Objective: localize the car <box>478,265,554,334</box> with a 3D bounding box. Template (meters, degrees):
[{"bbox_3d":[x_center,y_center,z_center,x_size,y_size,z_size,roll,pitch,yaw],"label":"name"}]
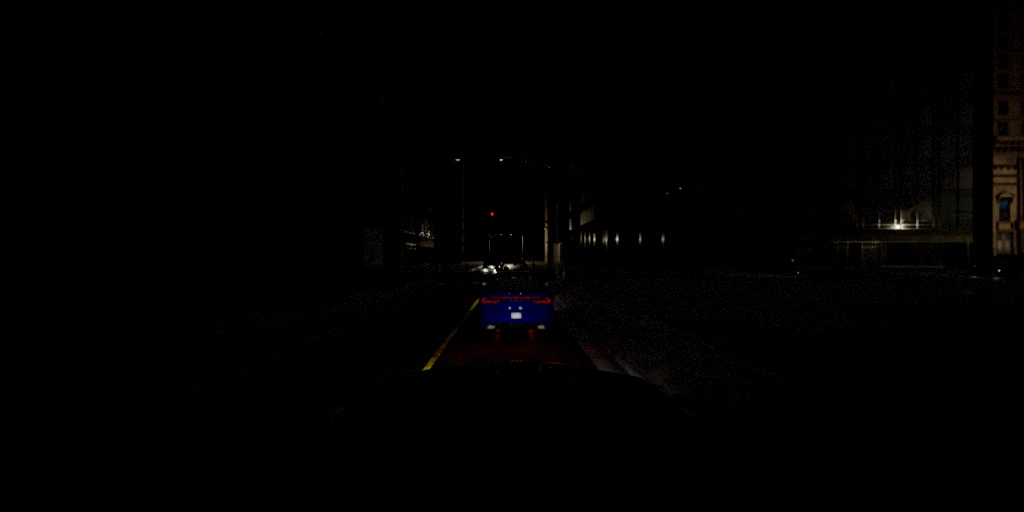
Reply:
[{"bbox_3d":[0.098,1.197,10.580,1.882,1.535,5.008,0,0,0],"label":"car"}]

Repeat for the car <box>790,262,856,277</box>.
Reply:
[{"bbox_3d":[28.928,1.240,33.481,4.718,1.301,1.895,0,0,0],"label":"car"}]

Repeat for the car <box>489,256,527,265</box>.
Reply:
[{"bbox_3d":[0.149,1.042,19.446,2.097,1.767,4.553,0,0,2],"label":"car"}]

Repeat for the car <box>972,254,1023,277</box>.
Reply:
[{"bbox_3d":[46.661,0.880,33.405,5.566,2.045,2.150,0,0,0],"label":"car"}]

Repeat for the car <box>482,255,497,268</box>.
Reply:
[{"bbox_3d":[-3.098,0.817,53.148,2.150,2.045,5.566,0,0,0],"label":"car"}]
